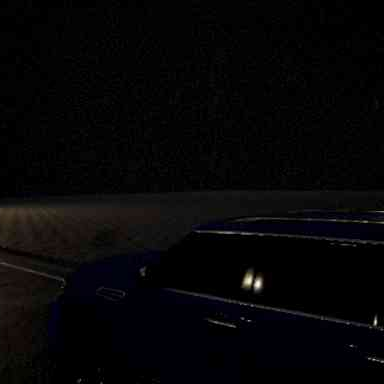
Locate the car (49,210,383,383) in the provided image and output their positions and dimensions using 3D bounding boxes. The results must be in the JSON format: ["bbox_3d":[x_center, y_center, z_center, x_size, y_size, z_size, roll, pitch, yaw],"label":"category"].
[{"bbox_3d":[0.910,1.213,3.344,5.566,2.045,2.150,0,0,35],"label":"car"}]
